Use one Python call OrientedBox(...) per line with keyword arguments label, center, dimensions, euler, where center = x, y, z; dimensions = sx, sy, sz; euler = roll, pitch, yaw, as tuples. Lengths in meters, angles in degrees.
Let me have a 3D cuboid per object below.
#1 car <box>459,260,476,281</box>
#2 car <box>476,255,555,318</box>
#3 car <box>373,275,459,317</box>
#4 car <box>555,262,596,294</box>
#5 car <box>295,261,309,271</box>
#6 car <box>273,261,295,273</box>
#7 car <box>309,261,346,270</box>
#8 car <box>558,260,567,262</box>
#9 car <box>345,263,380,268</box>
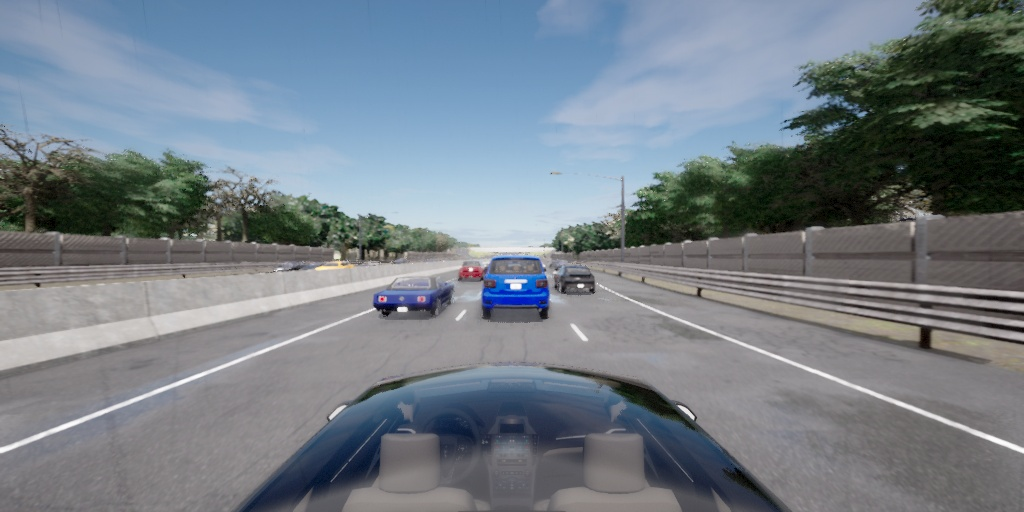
OrientedBox(label="car", center=(-3.295, 1.159, 30.997), dimensions=(2.097, 1.767, 4.553), euler=(0, 0, 0))
OrientedBox(label="car", center=(0.121, 0.993, 13.211), dimensions=(2.150, 2.045, 5.566), euler=(0, 0, 0))
OrientedBox(label="car", center=(-3.378, 1.373, 13.338), dimensions=(1.895, 1.301, 4.718), euler=(0, 0, 0))
OrientedBox(label="car", center=(3.548, 1.288, 20.885), dimensions=(1.837, 1.490, 4.892), euler=(0, 0, 0))
OrientedBox(label="car", center=(-20.928, 1.390, 38.687), dimensions=(1.994, 1.385, 4.181), euler=(0, 0, 1))
OrientedBox(label="car", center=(-23.691, 1.319, 38.843), dimensions=(2.128, 1.511, 4.902), euler=(0, 0, -3))
OrientedBox(label="car", center=(-17.457, 1.296, 35.498), dimensions=(1.882, 1.535, 5.008), euler=(0, 0, 1))
OrientedBox(label="car", center=(7.150, 1.418, 51.116), dimensions=(2.033, 1.411, 5.357), euler=(0, 0, 2))
OrientedBox(label="car", center=(-13.965, 1.417, 34.906), dimensions=(1.895, 1.301, 4.718), euler=(0, 0, 0))
